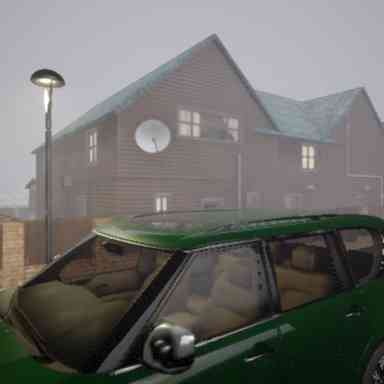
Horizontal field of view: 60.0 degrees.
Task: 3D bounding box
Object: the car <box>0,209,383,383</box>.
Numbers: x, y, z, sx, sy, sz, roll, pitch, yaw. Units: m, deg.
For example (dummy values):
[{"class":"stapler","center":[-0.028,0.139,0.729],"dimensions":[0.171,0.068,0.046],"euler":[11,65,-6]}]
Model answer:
[{"class":"car","center":[-0.078,1.223,3.006],"dimensions":[5.566,2.045,2.150],"euler":[0,0,-35]}]
